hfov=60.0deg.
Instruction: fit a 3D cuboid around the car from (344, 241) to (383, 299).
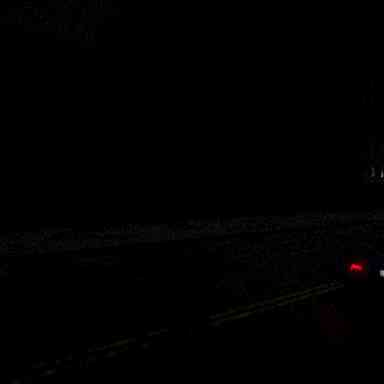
[{"bbox_3d":[5.628,1.552,7.518,5.357,1.411,2.033,0,0,-35],"label":"car"}]
